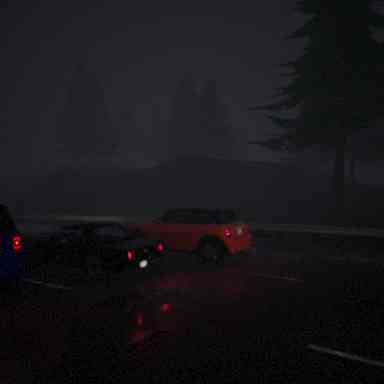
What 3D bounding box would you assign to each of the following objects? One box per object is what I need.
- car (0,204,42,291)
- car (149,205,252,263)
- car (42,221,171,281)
[{"bbox_3d":[-6.162,1.205,7.388,5.566,2.045,2.150,0,0,29],"label":"car"},{"bbox_3d":[-0.263,1.313,11.977,4.553,1.767,2.097,0,0,31],"label":"car"},{"bbox_3d":[-3.190,1.573,9.727,4.718,1.301,1.895,0,0,29],"label":"car"}]
